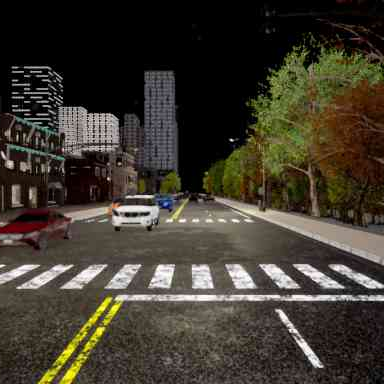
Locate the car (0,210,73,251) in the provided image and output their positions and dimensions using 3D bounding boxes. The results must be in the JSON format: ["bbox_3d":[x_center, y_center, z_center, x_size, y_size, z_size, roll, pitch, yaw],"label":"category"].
[{"bbox_3d":[-6.570,1.523,14.224,1.812,1.442,4.674,0,0,0],"label":"car"}]

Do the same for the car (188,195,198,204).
[{"bbox_3d":[0.246,1.480,65.255,1.837,1.490,4.892,0,0,0],"label":"car"}]

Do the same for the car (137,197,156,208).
[{"bbox_3d":[-6.483,1.474,48.049,2.128,1.511,4.902,0,0,1],"label":"car"}]

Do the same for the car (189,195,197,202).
[{"bbox_3d":[0.180,1.494,75.592,1.812,1.442,4.674,0,0,0],"label":"car"}]

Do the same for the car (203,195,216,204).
[{"bbox_3d":[3.494,1.467,63.987,2.128,1.511,4.902,0,0,0],"label":"car"}]

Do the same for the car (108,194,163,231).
[{"bbox_3d":[-3.302,1.219,20.712,2.150,2.045,5.566,0,0,0],"label":"car"}]

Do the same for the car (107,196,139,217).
[{"bbox_3d":[-6.571,1.342,32.117,2.097,1.767,4.553,0,0,1],"label":"car"}]

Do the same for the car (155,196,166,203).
[{"bbox_3d":[-6.353,1.489,67.888,1.837,1.490,4.892,0,0,0],"label":"car"}]

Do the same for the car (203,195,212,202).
[{"bbox_3d":[3.414,1.448,74.257,1.882,1.535,5.008,0,0,0],"label":"car"}]

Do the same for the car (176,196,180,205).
[{"bbox_3d":[-3.182,1.470,60.403,2.128,1.511,4.902,0,0,0],"label":"car"}]

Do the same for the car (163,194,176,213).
[{"bbox_3d":[-3.267,1.209,37.414,2.150,2.045,5.566,0,0,0],"label":"car"}]
